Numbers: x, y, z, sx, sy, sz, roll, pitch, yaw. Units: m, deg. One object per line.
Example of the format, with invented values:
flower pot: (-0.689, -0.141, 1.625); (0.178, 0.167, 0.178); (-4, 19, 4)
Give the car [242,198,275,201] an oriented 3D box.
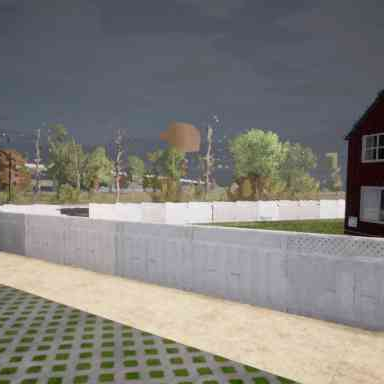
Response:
car: (7.628, 1.180, 38.770); (4.181, 1.385, 1.994); (0, 2, -18)
